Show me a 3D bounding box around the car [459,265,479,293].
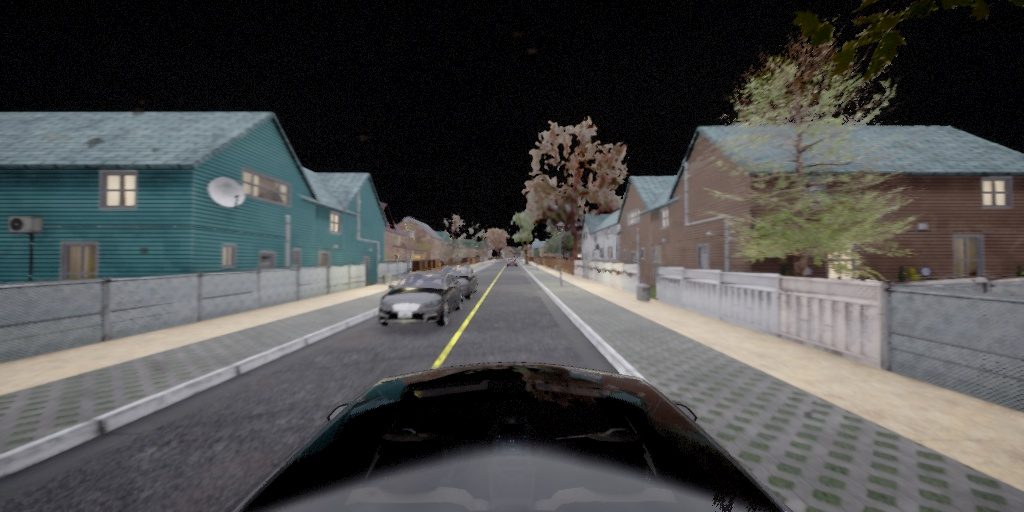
[{"bbox_3d":[-2.749,1.241,17.880,2.128,1.511,4.902,0,0,0],"label":"car"}]

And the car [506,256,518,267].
[{"bbox_3d":[0.008,1.259,63.382,1.812,1.442,4.674,0,0,0],"label":"car"}]

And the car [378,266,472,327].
[{"bbox_3d":[-2.749,1.249,11.689,2.128,1.511,4.902,0,0,0],"label":"car"}]
